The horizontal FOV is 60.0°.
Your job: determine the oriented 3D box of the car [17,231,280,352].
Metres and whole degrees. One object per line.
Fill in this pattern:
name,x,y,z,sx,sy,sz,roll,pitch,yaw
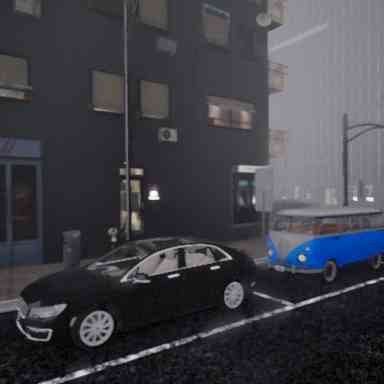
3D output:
car,-0.711,1.549,6.065,4.403,1.369,2.008,0,-1,-35

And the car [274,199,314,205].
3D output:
car,8.891,1.485,25.841,2.033,1.411,5.357,-1,1,-35

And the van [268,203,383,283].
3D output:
van,3.849,1.336,9.319,3.998,1.788,1.690,0,-1,-35

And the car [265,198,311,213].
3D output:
car,9.901,1.390,34.475,1.947,1.339,4.313,-1,1,-35
